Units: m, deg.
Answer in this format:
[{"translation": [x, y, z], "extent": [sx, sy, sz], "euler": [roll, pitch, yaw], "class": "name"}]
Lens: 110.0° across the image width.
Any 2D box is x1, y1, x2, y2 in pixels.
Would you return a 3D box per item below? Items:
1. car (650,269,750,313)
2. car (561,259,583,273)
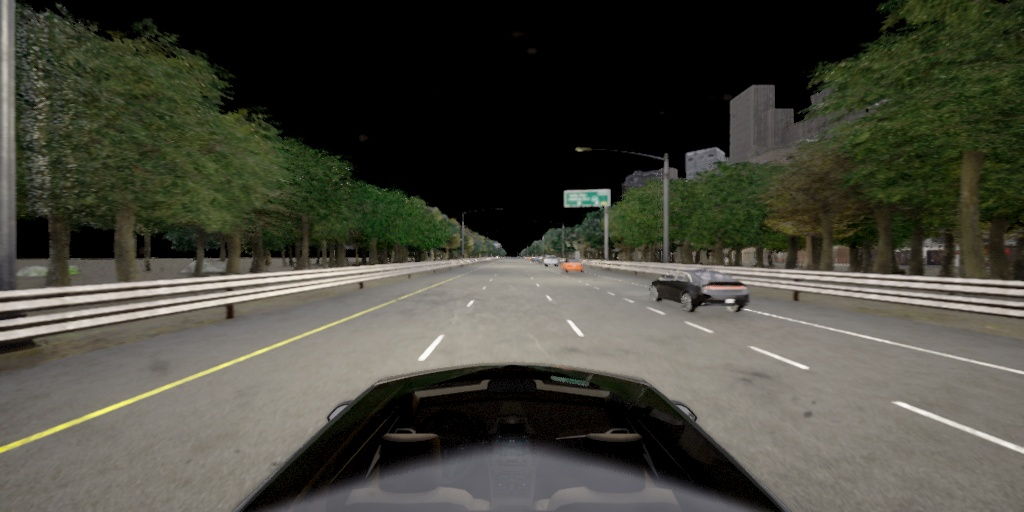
[{"translation": [7.004, 1.246, 13.953], "extent": [2.128, 1.511, 4.902], "euler": [0, 0, 0], "class": "car"}, {"translation": [7.079, 1.088, 42.872], "extent": [2.097, 1.767, 4.553], "euler": [0, 0, 0], "class": "car"}]
